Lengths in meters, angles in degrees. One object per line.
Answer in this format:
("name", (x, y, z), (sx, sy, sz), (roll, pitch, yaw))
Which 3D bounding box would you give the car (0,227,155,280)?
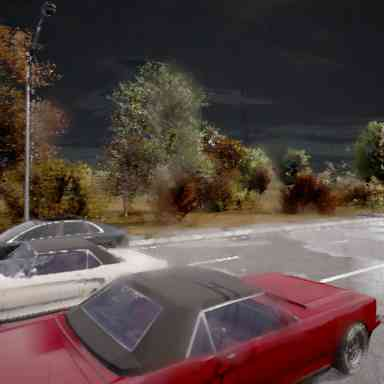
("car", (-2.895, 1.601, 6.227), (4.718, 1.301, 1.895), (0, 0, -36))

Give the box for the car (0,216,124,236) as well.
("car", (-4.225, 1.505, 9.577), (4.892, 1.490, 1.837), (0, 0, -35))

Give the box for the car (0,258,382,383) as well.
("car", (0.242, 1.601, 3.919), (4.718, 1.301, 1.895), (0, 0, -36))
